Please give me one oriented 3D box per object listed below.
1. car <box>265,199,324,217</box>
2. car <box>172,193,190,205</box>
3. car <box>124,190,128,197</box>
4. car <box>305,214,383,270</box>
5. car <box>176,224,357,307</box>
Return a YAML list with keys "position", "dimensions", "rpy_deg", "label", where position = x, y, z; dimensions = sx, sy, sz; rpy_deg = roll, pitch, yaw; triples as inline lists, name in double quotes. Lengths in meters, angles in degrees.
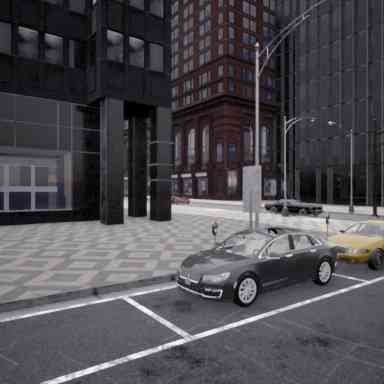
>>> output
- position: [8.412, 1.293, 27.571]
  dimensions: [1.895, 1.301, 4.718]
  rpy_deg: [0, 1, -36]
  label: "car"
- position: [-2.095, 0.892, 42.060]
  dimensions: [1.812, 1.442, 4.674]
  rpy_deg: [0, 1, -36]
  label: "car"
- position: [-11.693, 0.280, 55.448]
  dimensions: [1.882, 1.535, 5.008]
  rpy_deg: [0, 1, -36]
  label: "car"
- position: [6.029, 1.526, 10.983]
  dimensions: [4.829, 1.417, 1.752]
  rpy_deg: [0, 0, -36]
  label: "car"
- position: [1.688, 1.551, 7.869]
  dimensions: [4.403, 1.369, 2.008]
  rpy_deg: [0, 0, -36]
  label: "car"
